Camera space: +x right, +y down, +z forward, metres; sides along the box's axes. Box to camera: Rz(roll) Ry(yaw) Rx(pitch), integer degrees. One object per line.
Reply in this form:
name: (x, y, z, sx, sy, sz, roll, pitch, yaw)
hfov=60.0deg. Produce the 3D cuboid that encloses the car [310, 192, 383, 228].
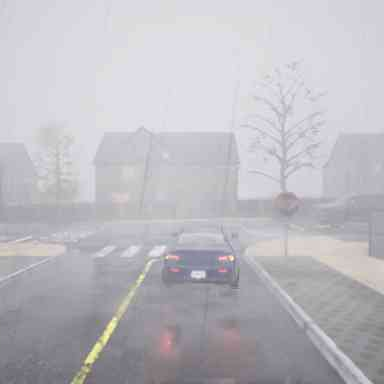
car: (10.266, 1.079, 20.641, 5.566, 2.045, 2.150, -1, 0, 0)

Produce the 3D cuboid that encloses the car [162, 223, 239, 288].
car: (0.337, 1.602, 9.366, 1.812, 1.442, 4.674, 0, 0, 5)
